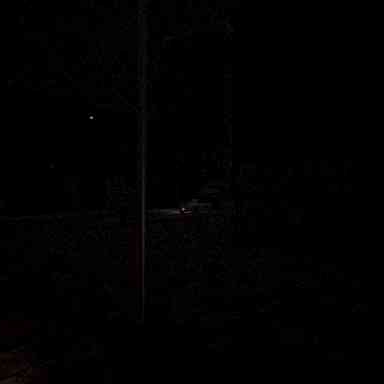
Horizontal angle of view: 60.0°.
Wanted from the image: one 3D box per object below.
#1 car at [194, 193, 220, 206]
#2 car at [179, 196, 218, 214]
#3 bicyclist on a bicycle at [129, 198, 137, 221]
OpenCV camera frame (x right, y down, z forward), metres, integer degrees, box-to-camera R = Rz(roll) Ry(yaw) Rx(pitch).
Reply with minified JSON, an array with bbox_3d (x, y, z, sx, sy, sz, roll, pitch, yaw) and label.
[{"bbox_3d":[1.363,1.137,41.069,2.150,2.045,5.566,0,0,36],"label":"car"},{"bbox_3d":[0.488,1.460,34.781,1.812,1.442,4.674,0,0,35],"label":"car"},{"bbox_3d":[-3.876,1.265,23.620,1.656,1.620,0.582,0,0,35],"label":"bicyclist on a bicycle"}]
